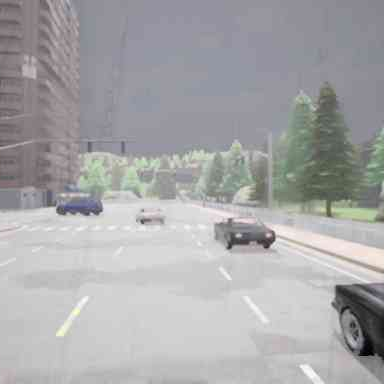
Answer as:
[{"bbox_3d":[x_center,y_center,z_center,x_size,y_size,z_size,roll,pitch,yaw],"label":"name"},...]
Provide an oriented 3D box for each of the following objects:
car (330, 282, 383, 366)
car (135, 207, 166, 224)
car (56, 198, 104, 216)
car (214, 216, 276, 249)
[{"bbox_3d":[3.210,1.630,3.199,1.895,1.301,4.718,0,-1,-2],"label":"car"},{"bbox_3d":[-3.535,1.914,27.459,1.895,1.301,4.718,0,-1,-16],"label":"car"},{"bbox_3d":[-12.898,1.706,38.313,5.566,2.045,2.150,0,-1,20],"label":"car"},{"bbox_3d":[2.207,1.763,15.346,1.895,1.301,4.718,0,-1,-6],"label":"car"}]
